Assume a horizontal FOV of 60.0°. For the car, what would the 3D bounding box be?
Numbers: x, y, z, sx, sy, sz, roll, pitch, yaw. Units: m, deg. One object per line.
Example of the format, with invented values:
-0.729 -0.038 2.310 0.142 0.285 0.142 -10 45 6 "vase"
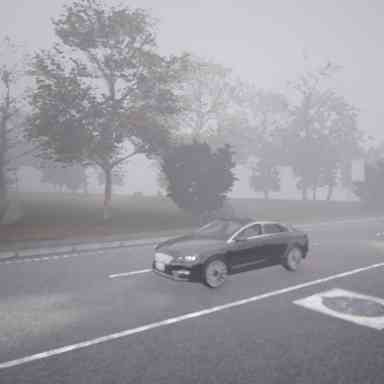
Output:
1.243 1.475 9.229 4.902 1.511 2.128 0 0 -36 "car"
